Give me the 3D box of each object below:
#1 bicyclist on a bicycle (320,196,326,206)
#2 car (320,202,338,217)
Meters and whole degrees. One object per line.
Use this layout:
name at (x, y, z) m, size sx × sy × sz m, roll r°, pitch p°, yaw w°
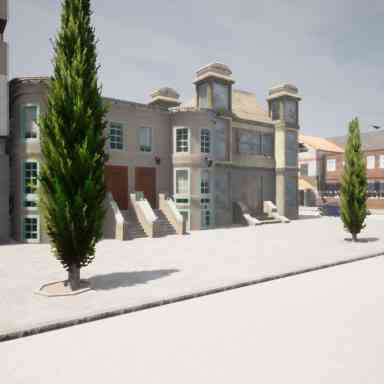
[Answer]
bicyclist on a bicycle at (16.051, 1.349, 40.717) m, size 1.656 × 1.620 × 0.582 m, roll 0°, pitch 0°, yaw -35°
car at (13.611, 1.564, 29.667) m, size 1.994 × 1.385 × 4.181 m, roll 0°, pitch 0°, yaw -35°
